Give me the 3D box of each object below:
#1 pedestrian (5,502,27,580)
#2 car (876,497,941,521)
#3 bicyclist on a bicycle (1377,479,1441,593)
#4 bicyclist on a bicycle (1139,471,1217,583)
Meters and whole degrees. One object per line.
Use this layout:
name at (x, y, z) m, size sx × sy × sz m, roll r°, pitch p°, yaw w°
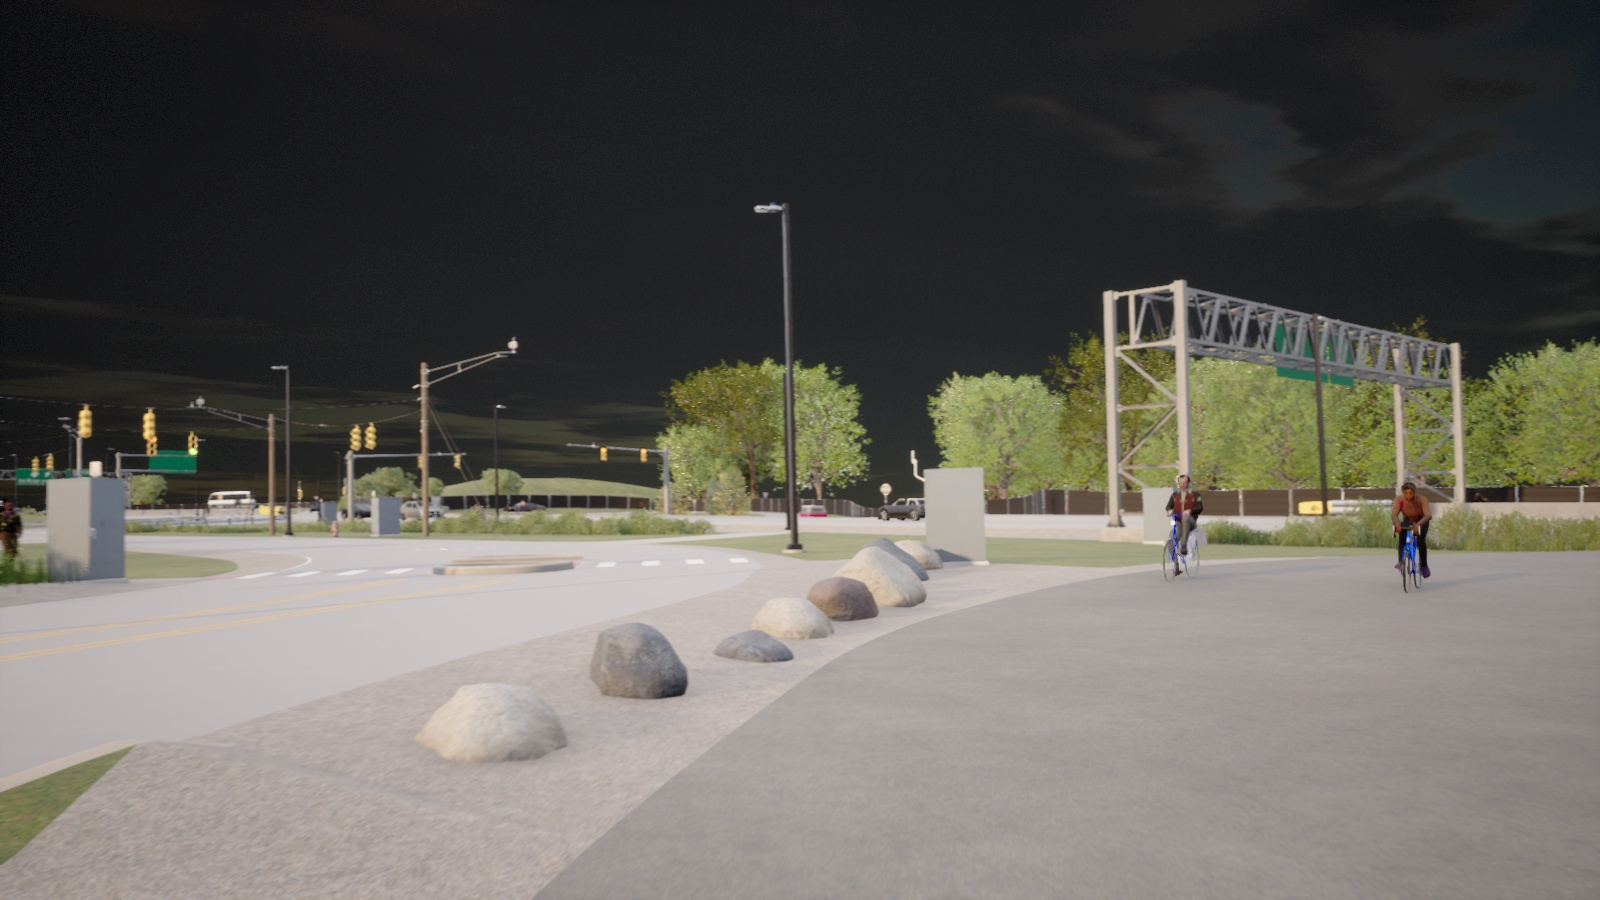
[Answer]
pedestrian at (-19.938, 2.315, 31.939) m, size 0.395 × 1.930 × 0.692 m, roll 1°, pitch -4°, yaw -39°
car at (7.030, 3.833, 81.526) m, size 1.970 × 1.475 × 3.806 m, roll 1°, pitch -3°, yaw -44°
bicyclist on a bicycle at (9.094, 1.246, 18.713) m, size 0.582 × 1.620 × 1.656 m, roll -2°, pitch -2°, yaw 34°
bicyclist on a bicycle at (6.294, 1.256, 20.848) m, size 0.659 × 1.776 × 1.843 m, roll -2°, pitch -3°, yaw 35°
